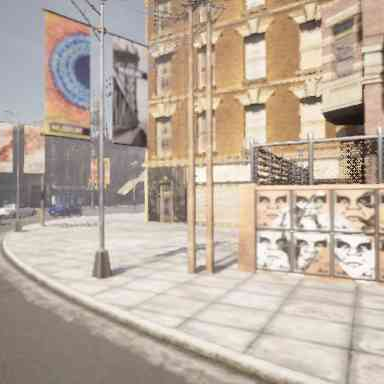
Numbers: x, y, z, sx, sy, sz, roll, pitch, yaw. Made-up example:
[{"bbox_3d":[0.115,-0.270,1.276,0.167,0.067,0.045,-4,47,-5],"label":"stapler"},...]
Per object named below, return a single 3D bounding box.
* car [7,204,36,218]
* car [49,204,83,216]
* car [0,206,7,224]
[{"bbox_3d":[-19.398,2.089,36.989,1.812,1.442,4.674,0,-1,10],"label":"car"},{"bbox_3d":[-15.052,2.118,39.794,1.812,1.442,4.674,-1,-1,17],"label":"car"},{"bbox_3d":[-16.346,1.904,25.605,1.837,1.490,4.892,0,0,-10],"label":"car"}]
